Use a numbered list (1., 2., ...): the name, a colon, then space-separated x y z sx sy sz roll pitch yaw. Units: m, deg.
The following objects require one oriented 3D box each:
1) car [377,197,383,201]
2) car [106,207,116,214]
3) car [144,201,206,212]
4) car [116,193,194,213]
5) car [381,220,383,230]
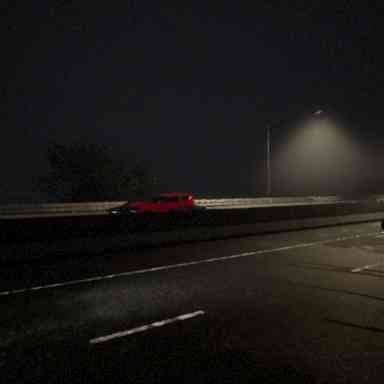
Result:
1. car: 30.616 1.200 51.548 4.718 1.301 1.895 -1 0 -35
2. car: -4.434 1.424 26.625 4.892 1.490 1.837 0 0 -35
3. car: -0.488 1.484 20.842 4.181 1.385 1.994 0 0 -35
4. car: -2.229 1.139 23.900 5.566 2.045 2.150 0 0 -35
5. car: 11.169 1.473 16.012 4.718 1.301 1.895 -1 0 -35
